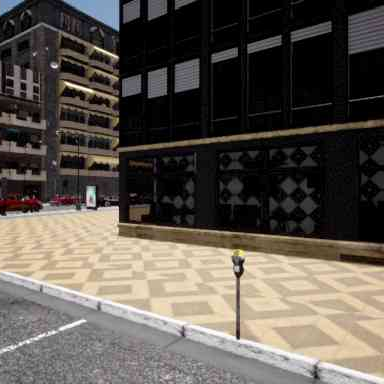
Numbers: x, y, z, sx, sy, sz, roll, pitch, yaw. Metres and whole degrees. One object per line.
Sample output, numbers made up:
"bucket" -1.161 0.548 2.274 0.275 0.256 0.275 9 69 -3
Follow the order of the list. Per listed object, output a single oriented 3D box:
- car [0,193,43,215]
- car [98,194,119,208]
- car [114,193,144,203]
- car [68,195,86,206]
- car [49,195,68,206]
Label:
"car" -15.608 1.029 28.786 2.192 1.841 5.009 1 2 35
"car" -9.237 1.072 37.874 1.947 1.339 4.313 1 2 35
"car" -9.763 0.834 51.715 2.008 1.369 4.403 2 2 35
"car" -12.961 0.988 42.679 1.812 1.442 4.674 0 1 35
"car" -16.133 1.074 42.636 1.802 1.307 4.206 1 2 35
